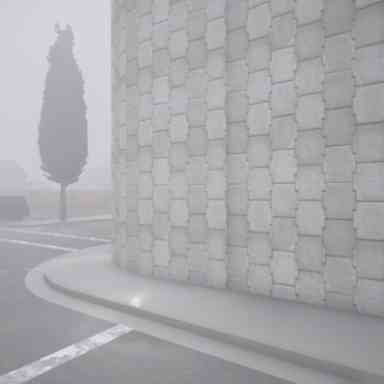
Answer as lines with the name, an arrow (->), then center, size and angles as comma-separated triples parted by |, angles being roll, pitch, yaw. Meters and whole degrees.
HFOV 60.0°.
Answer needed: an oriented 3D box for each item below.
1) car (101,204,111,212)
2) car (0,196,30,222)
car -> -8.779, 1.737, 40.678 | 1.895, 1.301, 4.718 | 0, 0, 35
car -> -15.300, 1.343, 25.236 | 2.150, 2.045, 5.566 | 0, 0, 35
